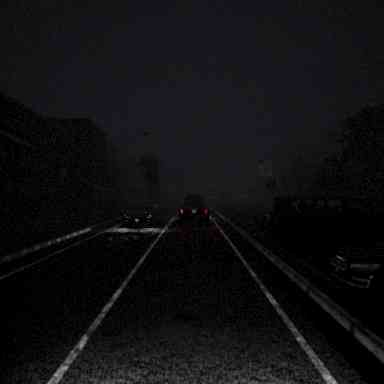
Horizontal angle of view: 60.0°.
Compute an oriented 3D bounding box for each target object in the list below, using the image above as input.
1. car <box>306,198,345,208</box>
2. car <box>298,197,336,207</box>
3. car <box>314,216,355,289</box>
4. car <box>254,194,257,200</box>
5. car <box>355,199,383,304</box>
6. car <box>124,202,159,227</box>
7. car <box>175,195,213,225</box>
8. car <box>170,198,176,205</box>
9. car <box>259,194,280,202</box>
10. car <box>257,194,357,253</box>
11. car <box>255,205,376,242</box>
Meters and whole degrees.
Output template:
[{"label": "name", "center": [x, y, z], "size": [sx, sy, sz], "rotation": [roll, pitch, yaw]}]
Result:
[{"label": "car", "center": [18.766, 1.545, 46.934], "size": [4.674, 1.452, 2.002], "rotation": [0, 0, 0]}, {"label": "car", "center": [18.781, 1.515, 50.083], "size": [5.008, 1.535, 2.097], "rotation": [0, 0, 0]}, {"label": "car", "center": [5.611, 1.428, 7.307], "size": [4.892, 1.521, 2.231], "rotation": [0, 0, 0]}, {"label": "car", "center": [18.807, 1.675, 84.138], "size": [4.674, 1.452, 2.002], "rotation": [0, 0, 0]}, {"label": "car", "center": [5.629, 1.189, 4.501], "size": [5.566, 2.045, 2.435], "rotation": [0, 0, 0]}, {"label": "car", "center": [-3.317, 1.461, 22.401], "size": [1.837, 1.490, 4.892], "rotation": [0, 0, 0]}, {"label": "car", "center": [0.135, 1.314, 23.776], "size": [2.097, 1.767, 4.553], "rotation": [0, 0, 0]}, {"label": "car", "center": [-3.173, 1.715, 63.645], "size": [1.895, 1.301, 4.718], "rotation": [0, 0, 1]}, {"label": "car", "center": [18.873, 1.496, 80.968], "size": [4.553, 1.767, 2.185], "rotation": [0, 0, 0]}, {"label": "car", "center": [5.643, 1.162, 12.911], "size": [5.566, 2.045, 2.435], "rotation": [0, 0, 0]}, {"label": "car", "center": [5.614, 1.412, 15.712], "size": [4.892, 1.521, 2.231], "rotation": [0, 0, 0]}]
